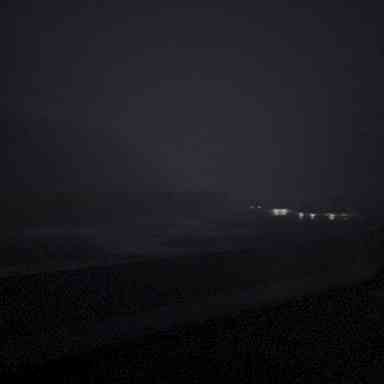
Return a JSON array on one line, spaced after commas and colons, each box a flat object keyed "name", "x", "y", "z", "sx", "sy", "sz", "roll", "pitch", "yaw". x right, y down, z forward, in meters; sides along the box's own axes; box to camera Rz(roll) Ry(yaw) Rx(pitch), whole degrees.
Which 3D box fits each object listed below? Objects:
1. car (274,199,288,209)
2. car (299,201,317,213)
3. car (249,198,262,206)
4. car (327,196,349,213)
[{"name": "car", "x": 13.651, "y": 1.792, "z": 51.278, "sx": 2.128, "sy": 1.511, "sz": 4.902, "roll": 0, "pitch": 0, "yaw": 12}, {"name": "car", "x": 14.119, "y": 1.791, "z": 40.446, "sx": 2.033, "sy": 1.411, "sz": 5.357, "roll": 0, "pitch": 0, "yaw": 21}, {"name": "car", "x": 11.517, "y": 1.891, "z": 60.968, "sx": 2.033, "sy": 1.411, "sz": 5.357, "roll": 0, "pitch": 0, "yaw": 3}, {"name": "car", "x": 18.201, "y": 1.481, "z": 41.542, "sx": 2.150, "sy": 2.045, "sz": 5.566, "roll": 0, "pitch": 0, "yaw": 18}]
